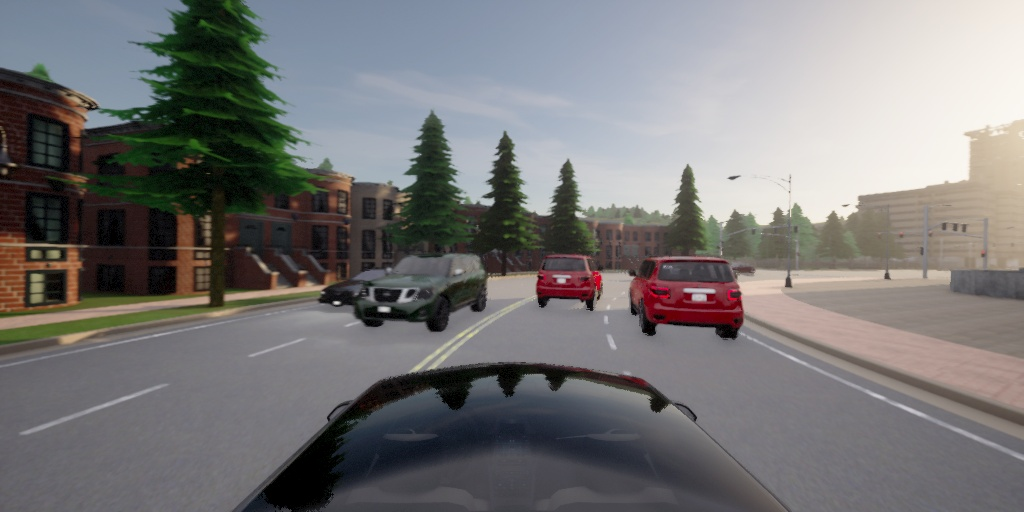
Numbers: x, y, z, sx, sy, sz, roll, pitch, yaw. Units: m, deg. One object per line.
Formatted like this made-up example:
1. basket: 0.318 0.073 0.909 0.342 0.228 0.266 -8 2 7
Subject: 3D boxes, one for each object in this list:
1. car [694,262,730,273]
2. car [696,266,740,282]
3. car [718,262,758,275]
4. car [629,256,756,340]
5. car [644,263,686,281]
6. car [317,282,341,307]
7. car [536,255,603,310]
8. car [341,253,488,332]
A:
1. car: 27.564 1.579 49.397 4.674 1.442 1.812 1 0 -24
2. car: 18.490 1.558 32.124 4.718 1.301 1.895 1 0 -40
3. car: 29.148 1.562 46.269 5.008 1.535 1.882 1 0 -24
4. car: 4.783 1.023 10.589 2.150 2.045 5.566 1 0 13
5. car: 14.074 1.416 32.802 4.674 1.442 1.812 1 0 -44
6. car: -5.172 1.192 14.594 2.033 1.411 5.357 1 0 16
7. car: 2.578 0.979 15.243 2.150 2.045 5.566 1 0 18
8. car: -2.406 0.915 11.171 2.150 2.045 5.566 1 0 13
